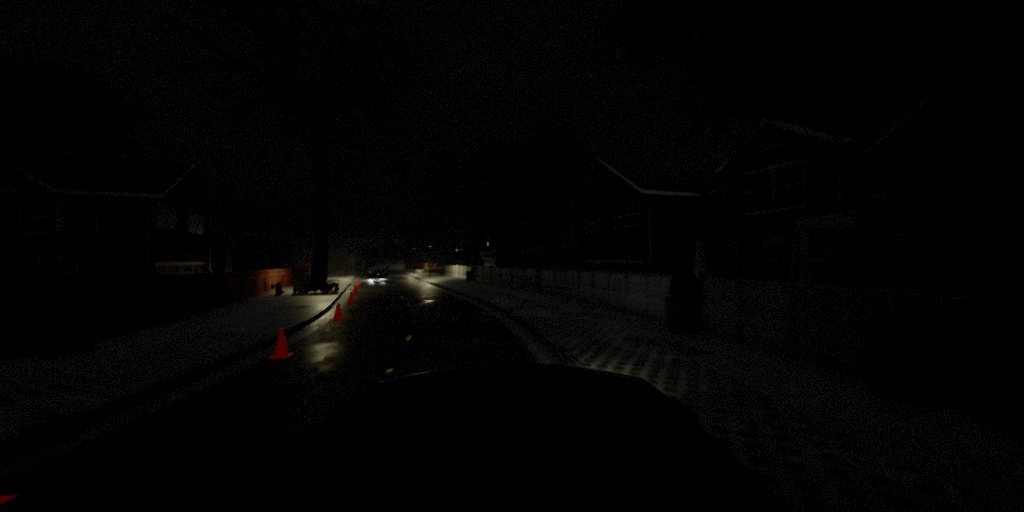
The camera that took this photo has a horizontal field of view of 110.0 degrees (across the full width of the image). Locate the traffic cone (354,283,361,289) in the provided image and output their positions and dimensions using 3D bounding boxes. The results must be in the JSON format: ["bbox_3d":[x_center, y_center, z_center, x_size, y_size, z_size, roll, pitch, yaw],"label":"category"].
[{"bbox_3d":[-9.301,2.040,21.313,0.340,0.580,0.340,0,0,-22],"label":"traffic cone"}]

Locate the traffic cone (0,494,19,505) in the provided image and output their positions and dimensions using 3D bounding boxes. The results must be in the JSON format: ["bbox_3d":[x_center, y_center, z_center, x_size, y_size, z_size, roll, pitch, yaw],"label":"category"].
[{"bbox_3d":[-4.381,1.767,2.897,0.340,0.580,0.340,0,0,-3],"label":"traffic cone"}]

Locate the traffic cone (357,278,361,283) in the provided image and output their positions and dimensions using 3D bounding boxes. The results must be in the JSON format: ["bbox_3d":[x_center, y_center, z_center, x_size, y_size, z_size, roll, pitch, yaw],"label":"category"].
[{"bbox_3d":[-11.146,2.115,25.959,0.340,0.580,0.340,0,0,-22],"label":"traffic cone"}]

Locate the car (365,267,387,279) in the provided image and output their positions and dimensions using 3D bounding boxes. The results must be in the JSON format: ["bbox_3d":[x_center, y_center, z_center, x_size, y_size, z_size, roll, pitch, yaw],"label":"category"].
[{"bbox_3d":[-16.327,1.971,42.956,1.994,1.385,4.181,0,-1,-29],"label":"car"}]

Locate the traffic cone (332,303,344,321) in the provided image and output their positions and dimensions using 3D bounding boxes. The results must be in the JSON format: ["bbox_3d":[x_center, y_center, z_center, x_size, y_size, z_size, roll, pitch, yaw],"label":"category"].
[{"bbox_3d":[-5.897,1.894,12.182,0.340,0.580,0.340,0,0,-16],"label":"traffic cone"}]

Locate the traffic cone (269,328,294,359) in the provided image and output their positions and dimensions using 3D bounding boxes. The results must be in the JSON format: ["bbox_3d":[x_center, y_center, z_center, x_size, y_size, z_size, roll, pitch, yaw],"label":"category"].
[{"bbox_3d":[-4.871,1.828,7.583,0.340,0.580,0.340,0,0,-9],"label":"traffic cone"}]

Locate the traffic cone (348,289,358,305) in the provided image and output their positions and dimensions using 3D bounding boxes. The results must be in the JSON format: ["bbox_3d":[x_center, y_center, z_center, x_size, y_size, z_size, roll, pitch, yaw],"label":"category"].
[{"bbox_3d":[-7.455,1.965,16.666,0.340,0.580,0.340,0,0,-22],"label":"traffic cone"}]
